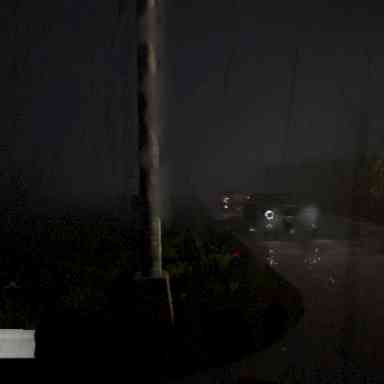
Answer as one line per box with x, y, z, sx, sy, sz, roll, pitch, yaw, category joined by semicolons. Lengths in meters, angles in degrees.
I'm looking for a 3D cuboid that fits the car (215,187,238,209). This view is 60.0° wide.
2.926;0.450;23.966;2.097;1.767;4.553;-1;2;-4;car

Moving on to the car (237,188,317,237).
3.563;0.778;14.306;2.097;1.767;4.553;-1;2;-4;car
